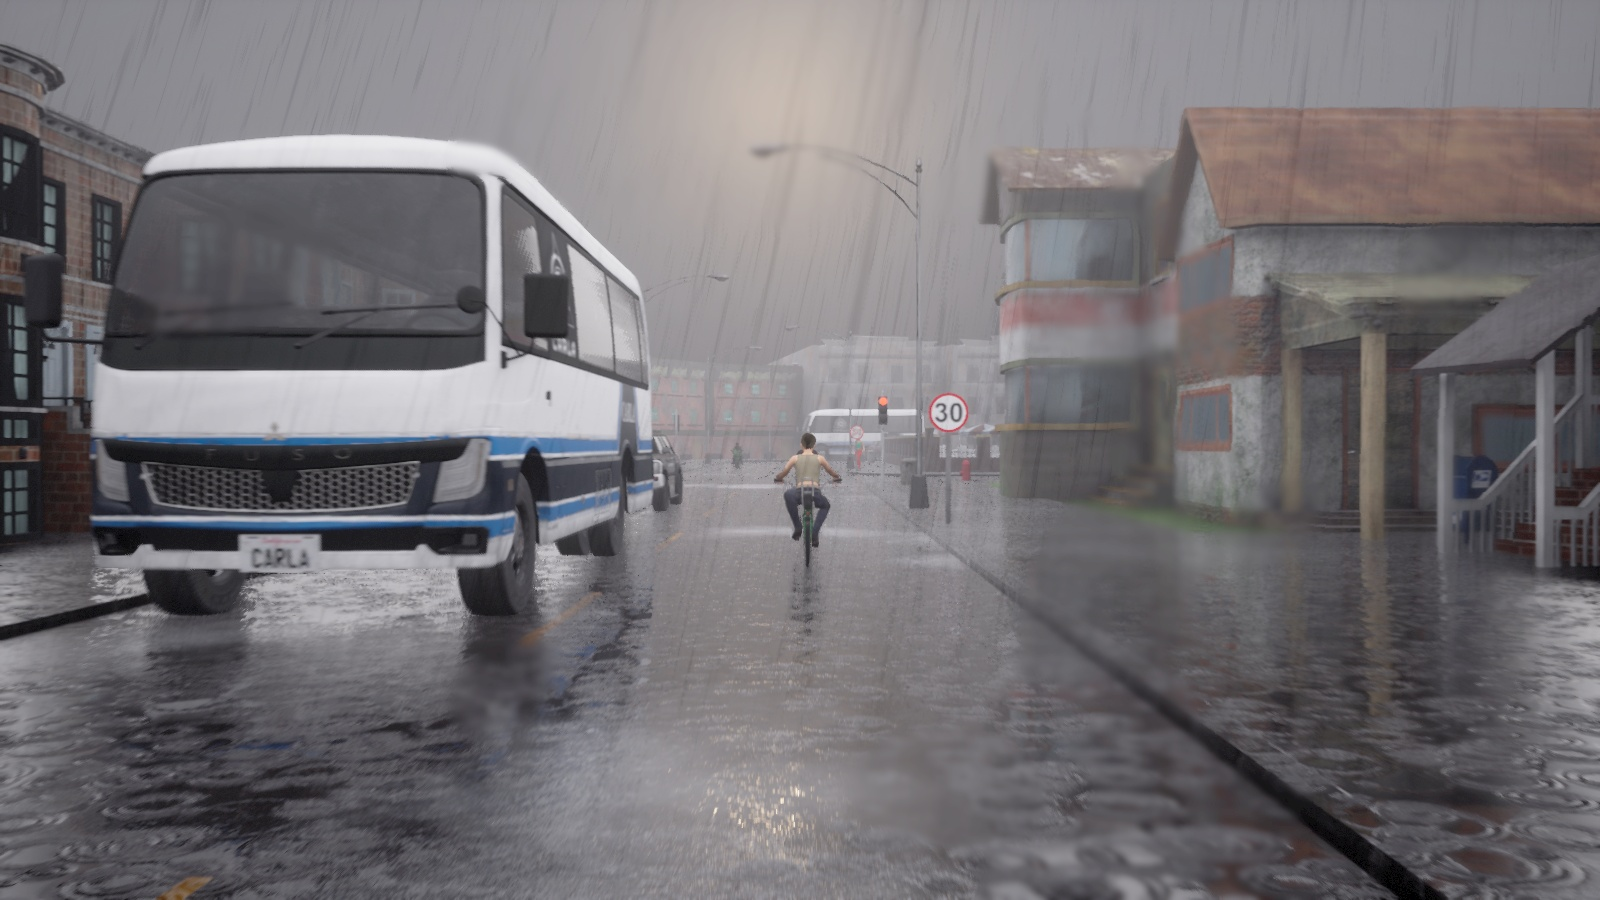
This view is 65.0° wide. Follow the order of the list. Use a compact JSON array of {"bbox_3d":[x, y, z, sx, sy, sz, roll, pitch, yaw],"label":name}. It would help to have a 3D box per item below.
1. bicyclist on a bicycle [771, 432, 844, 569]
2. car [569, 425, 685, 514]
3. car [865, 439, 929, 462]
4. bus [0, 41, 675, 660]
[{"bbox_3d":[0.098,0.595,15.607,0.866,1.612,1.509,0,0,1],"label":"bicyclist on a bicycle"},{"bbox_3d":[-3.817,0.400,28.446,1.932,1.855,4.605,0,0,1],"label":"car"},{"bbox_3d":[7.627,0.055,98.993,4.553,1.767,2.097,0,0,-14],"label":"car"},{"bbox_3d":[-3.906,-0.711,13.785,3.944,4.253,10.273,0,0,1],"label":"bus"}]
